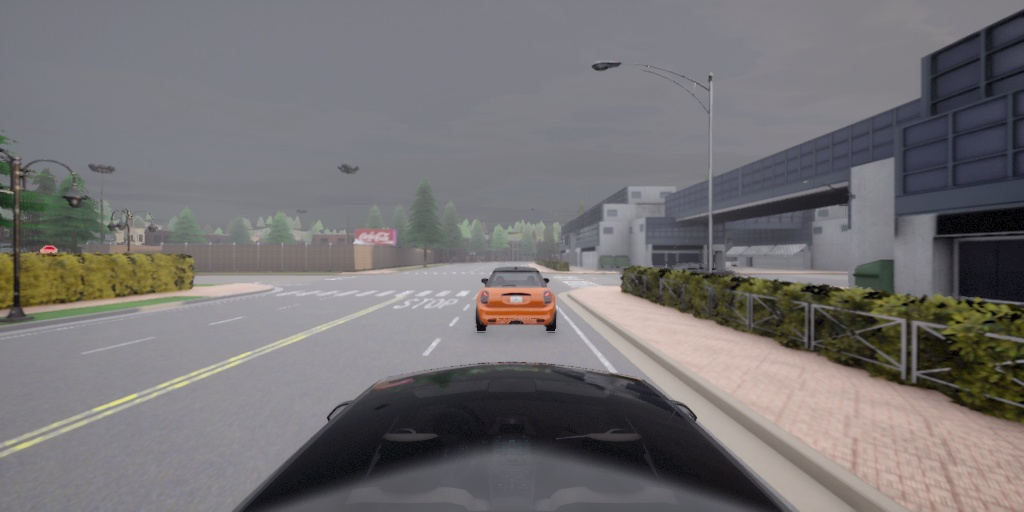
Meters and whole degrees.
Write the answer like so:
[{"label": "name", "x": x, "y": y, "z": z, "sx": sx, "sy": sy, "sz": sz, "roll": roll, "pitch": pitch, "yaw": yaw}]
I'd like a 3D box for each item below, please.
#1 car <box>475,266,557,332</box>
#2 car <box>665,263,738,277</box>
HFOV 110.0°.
[{"label": "car", "x": 0.103, "y": 1.092, "z": 11.007, "sx": 2.097, "sy": 1.767, "sz": 4.553, "roll": 0, "pitch": 0, "yaw": 0}, {"label": "car", "x": 12.831, "y": 1.231, "z": 24.571, "sx": 4.892, "sy": 1.490, "sz": 1.837, "roll": 0, "pitch": 0, "yaw": 1}]
